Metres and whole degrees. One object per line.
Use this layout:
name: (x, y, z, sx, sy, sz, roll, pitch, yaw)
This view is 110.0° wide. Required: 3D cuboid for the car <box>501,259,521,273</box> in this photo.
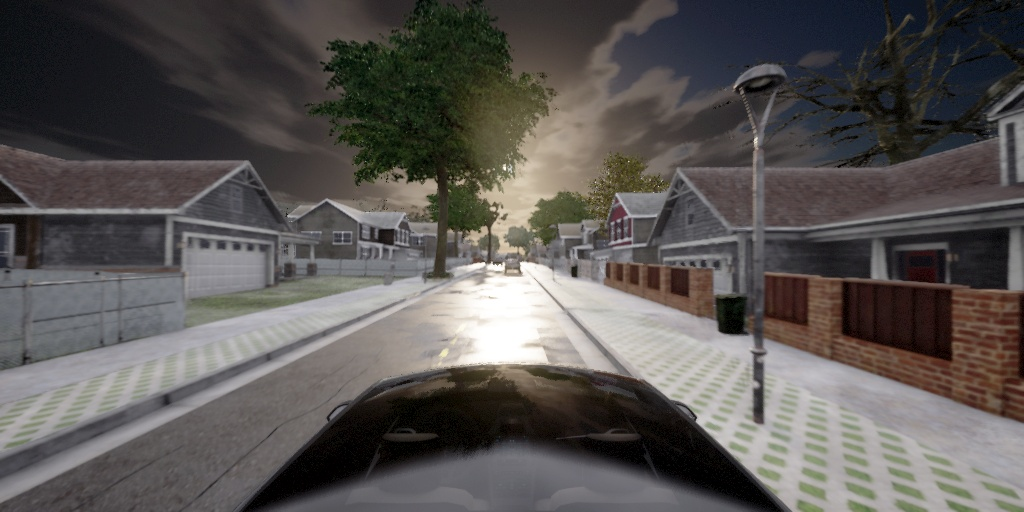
car: (0.091, 1.126, 41.766, 2.128, 1.511, 4.902, 0, 0, 0)
